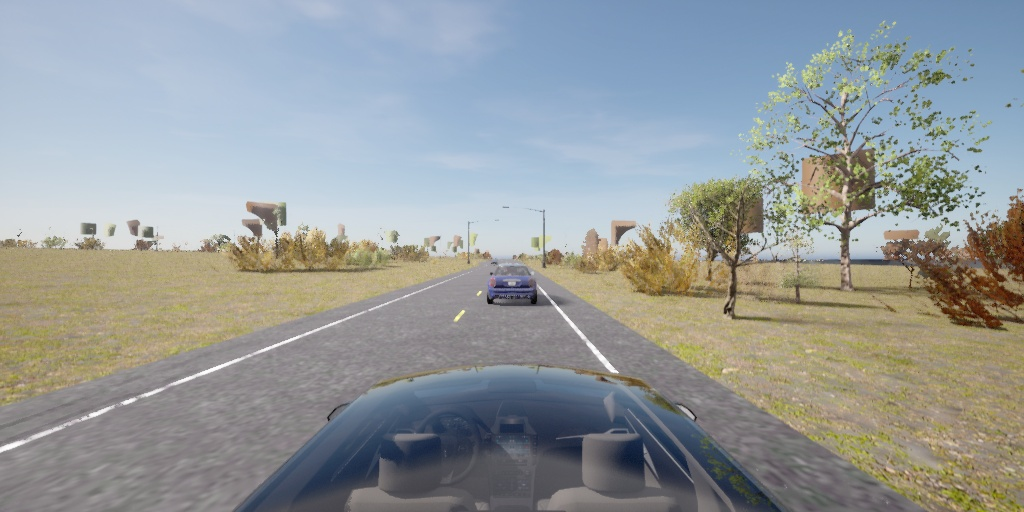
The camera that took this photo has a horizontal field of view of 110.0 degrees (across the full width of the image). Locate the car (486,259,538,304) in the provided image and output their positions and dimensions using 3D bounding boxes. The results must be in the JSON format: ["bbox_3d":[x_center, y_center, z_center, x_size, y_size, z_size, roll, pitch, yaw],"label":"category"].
[{"bbox_3d":[0.000,1.118,16.471,2.097,1.767,4.553,0,0,0],"label":"car"}]
